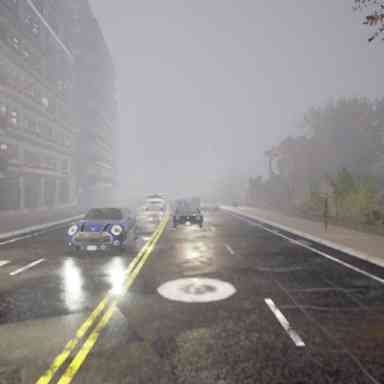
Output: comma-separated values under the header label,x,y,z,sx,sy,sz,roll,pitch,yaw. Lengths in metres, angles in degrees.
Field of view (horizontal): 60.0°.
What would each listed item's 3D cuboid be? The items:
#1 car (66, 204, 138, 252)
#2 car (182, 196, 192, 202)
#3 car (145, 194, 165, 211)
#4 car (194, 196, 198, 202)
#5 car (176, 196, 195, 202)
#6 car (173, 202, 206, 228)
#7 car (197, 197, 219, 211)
label,x,y,z,sx,sy,sz,roll,pitch,yaw
car,-3.538,1.359,13.841,2.097,1.767,4.553,0,0,-1
car,-1.242,1.580,77.485,1.895,1.301,4.718,0,0,-7
car,-4.603,1.233,41.516,2.150,2.045,5.566,0,0,-3
car,0.566,1.522,60.697,1.812,1.442,4.674,0,0,-5
car,-1.175,1.552,40.641,2.033,1.411,5.357,0,0,-3
car,-0.320,1.607,22.457,1.895,1.301,4.718,0,0,-2
car,2.079,1.603,40.389,1.895,1.301,4.718,0,0,-3
